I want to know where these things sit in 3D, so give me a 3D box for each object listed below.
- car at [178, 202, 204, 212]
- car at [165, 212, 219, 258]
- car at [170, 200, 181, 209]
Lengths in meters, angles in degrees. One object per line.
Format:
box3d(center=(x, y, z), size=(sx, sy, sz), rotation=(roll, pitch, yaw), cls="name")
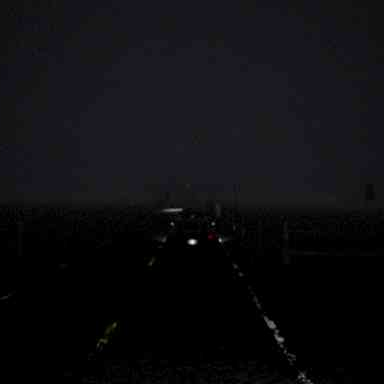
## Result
box3d(center=(0.057, 1.788, 29.254), size=(1.882, 1.535, 5.008), rotation=(0, 0, 1), cls="car")
box3d(center=(0.033, 1.707, 13.442), size=(1.994, 1.385, 4.181), rotation=(0, -1, 1), cls="car")
box3d(center=(-2.765, 2.113, 57.730), size=(2.128, 1.511, 4.902), rotation=(0, -1, 0), cls="car")
